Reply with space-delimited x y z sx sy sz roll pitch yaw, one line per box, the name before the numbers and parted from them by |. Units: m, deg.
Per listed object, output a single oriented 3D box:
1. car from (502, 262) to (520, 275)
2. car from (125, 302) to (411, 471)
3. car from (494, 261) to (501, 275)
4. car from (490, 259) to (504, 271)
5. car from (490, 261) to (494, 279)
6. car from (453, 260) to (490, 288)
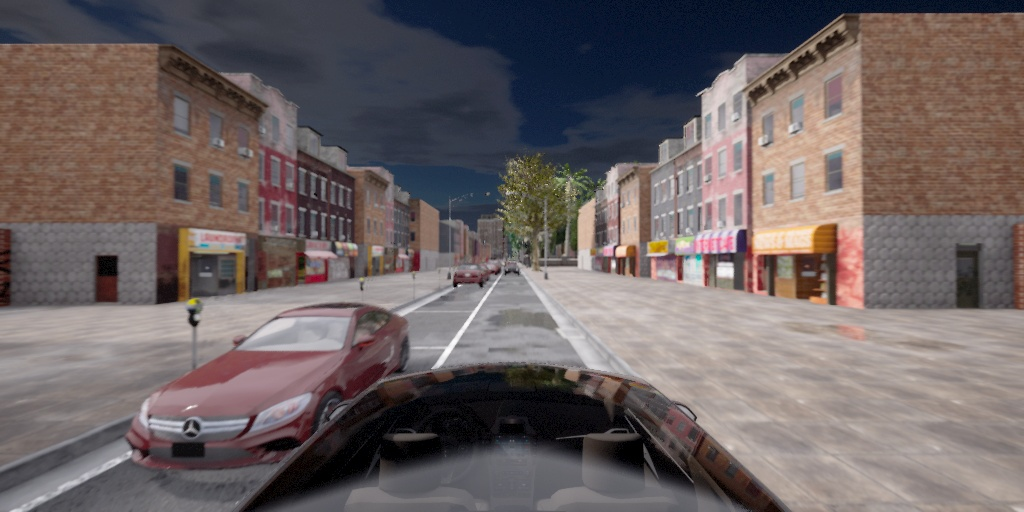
car | 0.028 1.715 45.148 1.895 1.301 4.718 0 0 1
car | -2.638 1.359 5.013 1.802 1.307 4.207 0 0 0
car | -2.632 1.642 44.294 1.888 1.381 4.507 0 0 0
car | -2.632 1.459 49.905 2.192 1.841 5.009 0 0 0
car | -3.011 1.484 33.299 1.882 1.535 5.008 0 0 0
car | -2.985 1.302 26.271 2.097 1.767 4.553 0 0 0
